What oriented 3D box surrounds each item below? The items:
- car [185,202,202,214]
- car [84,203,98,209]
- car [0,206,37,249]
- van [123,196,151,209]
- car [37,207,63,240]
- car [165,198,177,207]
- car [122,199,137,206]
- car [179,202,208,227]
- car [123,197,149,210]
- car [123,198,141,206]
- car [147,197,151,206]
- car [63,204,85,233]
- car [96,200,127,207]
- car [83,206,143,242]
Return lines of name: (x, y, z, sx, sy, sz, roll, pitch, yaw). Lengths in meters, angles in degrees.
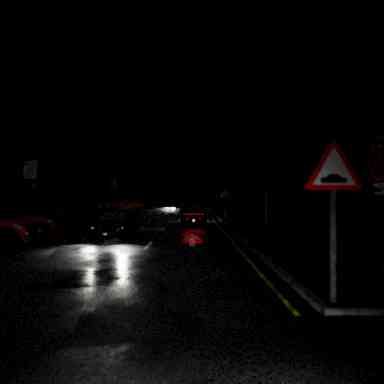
car: (0.191, 1.950, 41.687, 2.033, 1.411, 5.357, 0, -1, 0)
car: (-9.157, 1.735, 22.971, 4.674, 1.452, 2.002, -1, -1, -20)
car: (-9.241, 1.482, 13.961, 4.553, 1.767, 2.185, -1, -1, -20)
van: (-9.252, 1.693, 55.939, 4.442, 1.987, 1.878, -1, 0, -20)
car: (-9.222, 1.511, 16.962, 4.553, 1.767, 2.185, -1, -1, -20)
car: (-3.735, 1.912, 59.838, 2.128, 1.511, 4.902, 0, 0, 2)
car: (-8.935, 1.814, 35.036, 5.366, 1.575, 1.946, -1, -1, -20)
car: (0.112, 1.733, 25.080, 1.837, 1.490, 4.892, 0, -1, 0)
car: (-9.272, 1.934, 46.923, 5.366, 1.575, 1.946, -1, 0, -20)
car: (-8.929, 1.845, 38.037, 5.366, 1.575, 1.946, -1, -1, -20)
car: (-9.118, 1.934, 49.991, 5.008, 1.535, 2.097, -1, 0, -20)
car: (-9.143, 1.694, 19.980, 4.792, 1.488, 2.163, -1, -1, -20)
car: (-9.125, 1.789, 31.972, 4.892, 1.521, 2.231, -1, -1, -20)
car: (-3.974, 1.681, 17.588, 1.812, 1.442, 4.674, 0, -1, 0)
